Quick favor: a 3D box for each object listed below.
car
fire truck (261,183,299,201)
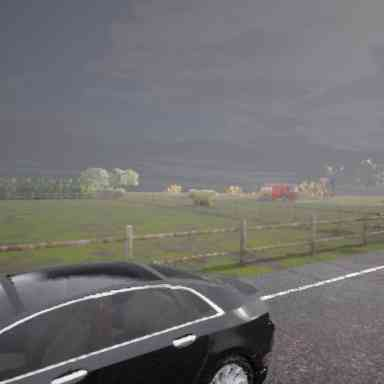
[{"bbox_3d":[-1.317,1.508,3.055,4.892,1.490,1.837,1,0,-36],"label":"car"},{"bbox_3d":[18.821,-0.091,71.910,2.891,3.827,8.468,2,0,-32],"label":"fire truck"}]
